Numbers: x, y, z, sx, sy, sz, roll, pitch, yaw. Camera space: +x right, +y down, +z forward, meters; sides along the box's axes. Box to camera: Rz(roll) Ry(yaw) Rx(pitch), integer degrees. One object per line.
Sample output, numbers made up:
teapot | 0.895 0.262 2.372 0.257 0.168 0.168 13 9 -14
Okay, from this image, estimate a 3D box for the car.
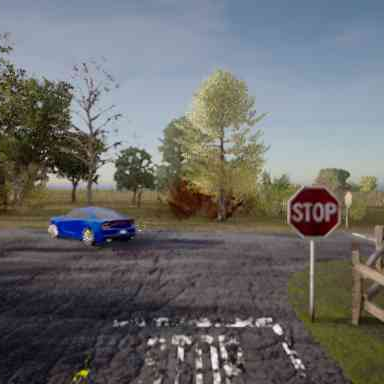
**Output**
car | -4.689 1.434 15.184 5.008 1.535 1.882 1 0 41
